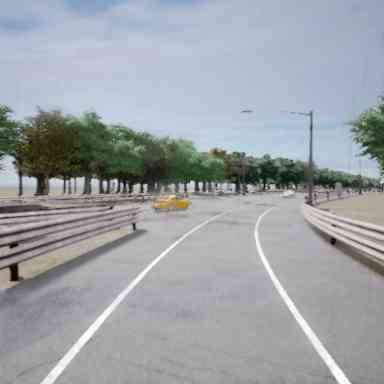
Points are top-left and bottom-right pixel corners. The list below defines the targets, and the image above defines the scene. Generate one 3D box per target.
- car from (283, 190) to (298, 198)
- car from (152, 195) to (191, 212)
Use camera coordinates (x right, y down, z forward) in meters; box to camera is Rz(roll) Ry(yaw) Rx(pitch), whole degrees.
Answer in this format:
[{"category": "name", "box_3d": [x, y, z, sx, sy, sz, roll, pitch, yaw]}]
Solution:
[{"category": "car", "box_3d": [19.560, 0.408, 66.358, 1.812, 1.442, 4.674, 1, 2, 33]}, {"category": "car", "box_3d": [-1.951, 1.086, 33.665, 1.882, 1.535, 5.008, 1, 2, 33]}]
